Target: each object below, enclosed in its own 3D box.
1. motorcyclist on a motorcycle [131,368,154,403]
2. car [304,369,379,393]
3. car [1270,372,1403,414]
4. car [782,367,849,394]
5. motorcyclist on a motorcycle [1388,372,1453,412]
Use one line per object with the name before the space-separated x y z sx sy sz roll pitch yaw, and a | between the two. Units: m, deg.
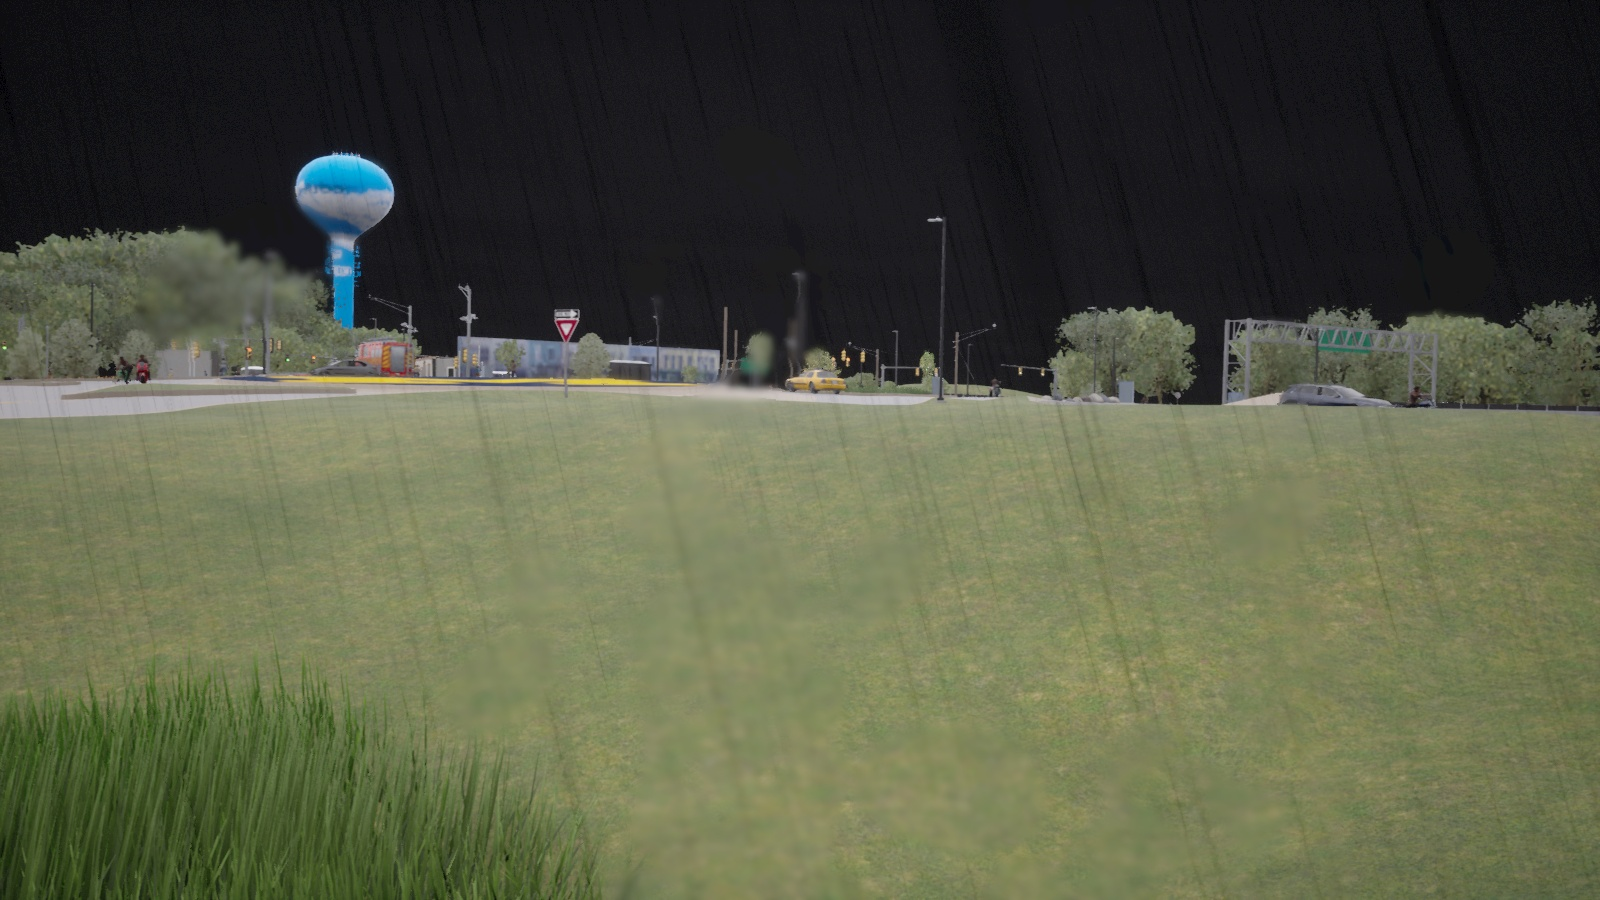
motorcyclist on a motorcycle | -30.016 -2.967 57.328 0.797 1.523 2.044 -4 5 -26
car | -29.784 -4.487 81.566 4.193 1.474 1.816 -3 2 -34
car | 22.774 -2.472 53.521 2.033 1.649 4.856 -3 5 -33
car | 0.886 -4.255 76.820 1.801 1.575 5.366 0 4 -26
motorcyclist on a motorcycle | 26.701 -2.511 54.099 0.766 1.649 2.350 -2 5 -37
